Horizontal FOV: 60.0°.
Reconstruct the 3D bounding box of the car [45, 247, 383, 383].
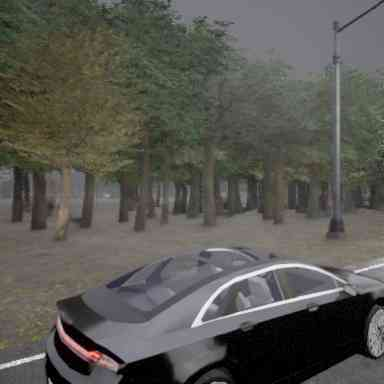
[{"bbox_3d":[0.772,1.485,4.296,4.902,1.511,2.128,0,0,-36],"label":"car"}]
